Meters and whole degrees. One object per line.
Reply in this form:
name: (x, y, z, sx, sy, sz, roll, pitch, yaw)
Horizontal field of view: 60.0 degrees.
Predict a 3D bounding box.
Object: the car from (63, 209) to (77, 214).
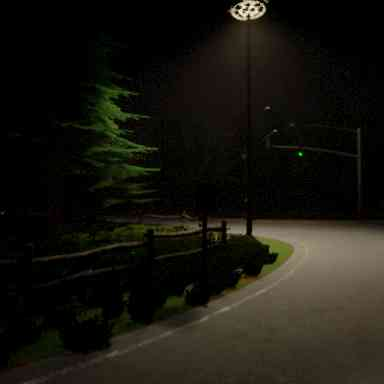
car: (-10.735, 1.884, 31.335, 4.892, 1.490, 1.837, 0, -1, 37)
